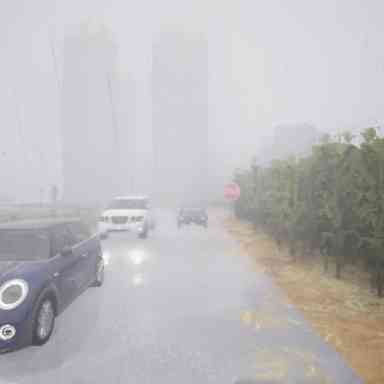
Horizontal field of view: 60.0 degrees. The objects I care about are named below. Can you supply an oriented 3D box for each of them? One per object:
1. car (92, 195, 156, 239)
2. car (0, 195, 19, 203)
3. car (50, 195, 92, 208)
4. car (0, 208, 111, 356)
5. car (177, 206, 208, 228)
[{"bbox_3d":[-3.216,1.201,17.511,2.150,2.045,5.566,0,1,0],"label":"car"},{"bbox_3d":[-37.218,1.312,65.035,4.611,1.667,2.242,0,0,-1],"label":"car"},{"bbox_3d":[-12.109,1.406,35.635,4.902,1.511,2.128,0,0,9],"label":"car"},{"bbox_3d":[-3.207,1.364,6.339,2.097,1.767,4.553,0,0,0],"label":"car"},{"bbox_3d":[0.022,1.554,21.575,1.895,1.301,4.718,0,0,0],"label":"car"}]
